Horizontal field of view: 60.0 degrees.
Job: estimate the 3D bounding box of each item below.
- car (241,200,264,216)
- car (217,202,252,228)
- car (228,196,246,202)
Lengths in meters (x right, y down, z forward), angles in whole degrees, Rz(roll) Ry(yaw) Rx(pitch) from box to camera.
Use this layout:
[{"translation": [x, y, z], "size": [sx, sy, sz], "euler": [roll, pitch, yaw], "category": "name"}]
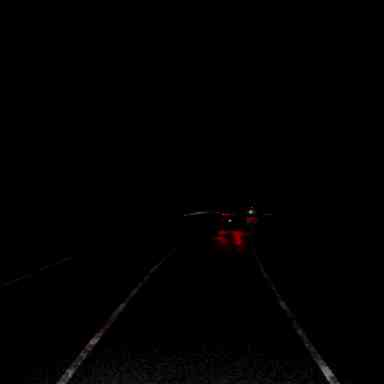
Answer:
[{"translation": [7.334, 2.029, 39.505], "size": [1.837, 1.490, 4.892], "euler": [2, -1, 18], "category": "car"}, {"translation": [3.008, 1.751, 24.382], "size": [2.128, 1.511, 4.902], "euler": [1, -1, 12], "category": "car"}, {"translation": [6.388, 1.652, 47.016], "size": [2.150, 2.045, 5.566], "euler": [2, 2, 20], "category": "car"}]
